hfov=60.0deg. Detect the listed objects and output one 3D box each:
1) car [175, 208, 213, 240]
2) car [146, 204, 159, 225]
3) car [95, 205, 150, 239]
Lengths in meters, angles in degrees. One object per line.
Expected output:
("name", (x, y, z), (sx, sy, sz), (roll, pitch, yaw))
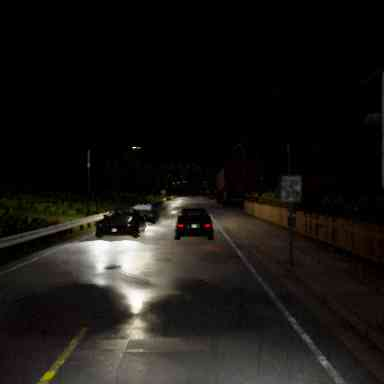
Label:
("car", (0.095, 1.548, 17.106), (2.033, 1.411, 5.357), (0, 0, 0))
("car", (-3.506, 1.604, 24.165), (1.994, 1.385, 4.181), (0, 0, 0))
("car", (-3.578, 1.566, 17.274), (1.994, 1.385, 4.181), (0, 0, 0))
